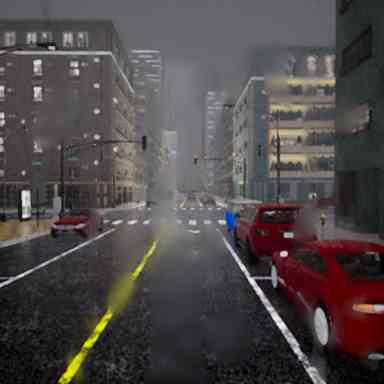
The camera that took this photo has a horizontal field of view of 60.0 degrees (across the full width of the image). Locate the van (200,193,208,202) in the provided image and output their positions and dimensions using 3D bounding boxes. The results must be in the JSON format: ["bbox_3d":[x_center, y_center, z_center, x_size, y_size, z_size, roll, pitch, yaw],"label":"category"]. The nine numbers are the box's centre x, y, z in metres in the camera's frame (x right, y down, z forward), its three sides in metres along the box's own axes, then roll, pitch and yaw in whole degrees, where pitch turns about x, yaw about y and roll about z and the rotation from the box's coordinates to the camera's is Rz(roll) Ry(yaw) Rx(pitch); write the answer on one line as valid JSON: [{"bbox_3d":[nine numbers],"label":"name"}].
[{"bbox_3d":[2.590,1.085,71.571,1.690,1.788,3.998,0,0,0],"label":"van"}]

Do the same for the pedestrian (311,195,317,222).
[{"bbox_3d":[8.106,1.080,22.247,0.375,1.860,0.375,0,1,0],"label":"pedestrian"}]

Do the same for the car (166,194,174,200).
[{"bbox_3d":[-5.810,1.275,88.144,1.802,1.307,4.206,0,0,0],"label":"car"}]

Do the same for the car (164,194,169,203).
[{"bbox_3d":[-5.775,1.344,60.527,1.947,1.339,4.313,0,0,0],"label":"car"}]

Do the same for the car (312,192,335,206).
[{"bbox_3d":[15.712,0.892,36.632,5.009,1.841,2.192,-1,2,0],"label":"car"}]

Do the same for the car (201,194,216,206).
[{"bbox_3d":[2.620,1.397,49.479,1.802,1.307,4.206,0,0,0],"label":"car"}]

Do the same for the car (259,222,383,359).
[{"bbox_3d":[2.676,1.520,6.028,1.887,1.381,4.507,0,0,0],"label":"car"}]

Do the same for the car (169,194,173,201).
[{"bbox_3d":[-5.796,1.271,77.097,1.887,1.381,4.507,0,0,0],"label":"car"}]

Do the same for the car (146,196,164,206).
[{"bbox_3d":[-5.761,1.381,49.480,1.947,1.339,4.313,0,0,0],"label":"car"}]

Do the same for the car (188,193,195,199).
[{"bbox_3d":[-0.114,1.001,88.935,1.882,1.535,5.008,0,0,0],"label":"car"}]

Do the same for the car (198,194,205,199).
[{"bbox_3d":[2.562,1.202,93.835,1.752,1.417,4.829,0,0,0],"label":"car"}]

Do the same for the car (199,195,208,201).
[{"bbox_3d":[2.585,1.292,77.096,1.947,1.339,4.313,0,0,0],"label":"car"}]

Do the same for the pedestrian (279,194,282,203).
[{"bbox_3d":[6.106,1.057,22.845,0.375,1.860,0.375,0,1,0],"label":"pedestrian"}]

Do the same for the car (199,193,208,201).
[{"bbox_3d":[2.613,1.362,55.002,1.947,1.339,4.313,0,0,0],"label":"car"}]

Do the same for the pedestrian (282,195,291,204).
[{"bbox_3d":[6.233,1.056,21.645,0.375,1.860,0.375,0,1,0],"label":"pedestrian"}]

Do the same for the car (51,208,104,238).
[{"bbox_3d":[-5.719,1.515,17.075,1.802,1.307,4.206,0,0,0],"label":"car"}]

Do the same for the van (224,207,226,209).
[{"bbox_3d":[2.660,1.274,17.083,1.690,1.788,3.998,0,0,0],"label":"van"}]

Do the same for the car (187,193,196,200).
[{"bbox_3d":[-0.102,1.068,78.900,2.097,1.767,4.553,0,0,0],"label":"car"}]

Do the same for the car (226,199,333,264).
[{"bbox_3d":[2.667,1.269,11.556,2.192,1.841,5.009,0,0,0],"label":"car"}]
